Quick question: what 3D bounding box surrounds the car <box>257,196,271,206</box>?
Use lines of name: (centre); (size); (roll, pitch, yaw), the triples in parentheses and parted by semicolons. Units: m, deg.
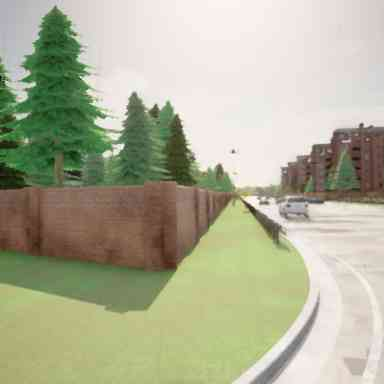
car: (14.656, 2.099, 67.282); (1.895, 1.301, 4.718); (-1, -1, 8)

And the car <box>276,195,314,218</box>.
car: (9.828, 1.424, 32.285); (2.150, 2.045, 5.566); (-1, -1, 8)

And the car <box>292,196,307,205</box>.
car: (21.787, 1.757, 67.817); (2.097, 1.767, 4.553); (-1, -1, 8)

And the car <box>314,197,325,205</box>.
car: (25.241, 1.700, 67.250); (2.097, 1.767, 4.553); (-1, -1, 8)
